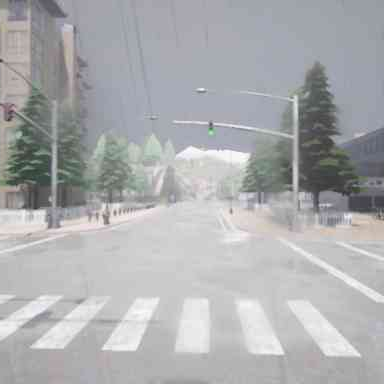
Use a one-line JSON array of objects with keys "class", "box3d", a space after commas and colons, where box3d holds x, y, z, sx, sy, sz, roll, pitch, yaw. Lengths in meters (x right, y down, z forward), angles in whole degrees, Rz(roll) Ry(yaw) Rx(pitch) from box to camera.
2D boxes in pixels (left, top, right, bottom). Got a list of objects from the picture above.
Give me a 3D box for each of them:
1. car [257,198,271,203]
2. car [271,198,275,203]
[{"class": "car", "box3d": [17.582, 2.353, 82.176, 1.845, 1.501, 3.633, 0, -1, 3]}, {"class": "car", "box3d": [21.021, 2.455, 89.395, 1.970, 1.475, 3.806, 0, -1, 3]}]
